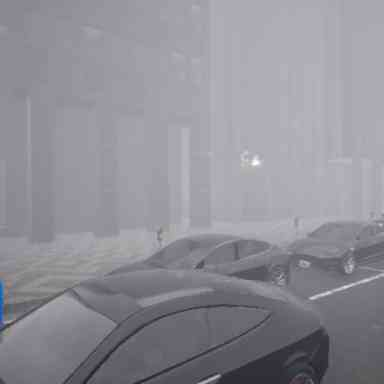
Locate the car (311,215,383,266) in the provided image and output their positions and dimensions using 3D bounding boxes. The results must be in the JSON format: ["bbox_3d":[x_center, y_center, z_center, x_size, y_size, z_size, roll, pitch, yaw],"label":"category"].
[{"bbox_3d":[4.797,1.576,10.334,4.313,1.339,1.947,0,0,-37],"label":"car"}]

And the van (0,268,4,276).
[{"bbox_3d":[-4.214,1.375,3.559,3.998,1.788,1.690,0,0,-37],"label":"van"}]

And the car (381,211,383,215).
[{"bbox_3d":[9.299,1.313,13.724,5.009,1.841,2.192,0,0,-37],"label":"car"}]

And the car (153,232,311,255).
[{"bbox_3d":[0.292,1.588,6.946,4.313,1.339,1.947,0,0,-37],"label":"car"}]

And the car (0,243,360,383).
[{"bbox_3d":[-0.612,1.540,2.931,4.674,1.442,1.812,0,0,-37],"label":"car"}]
